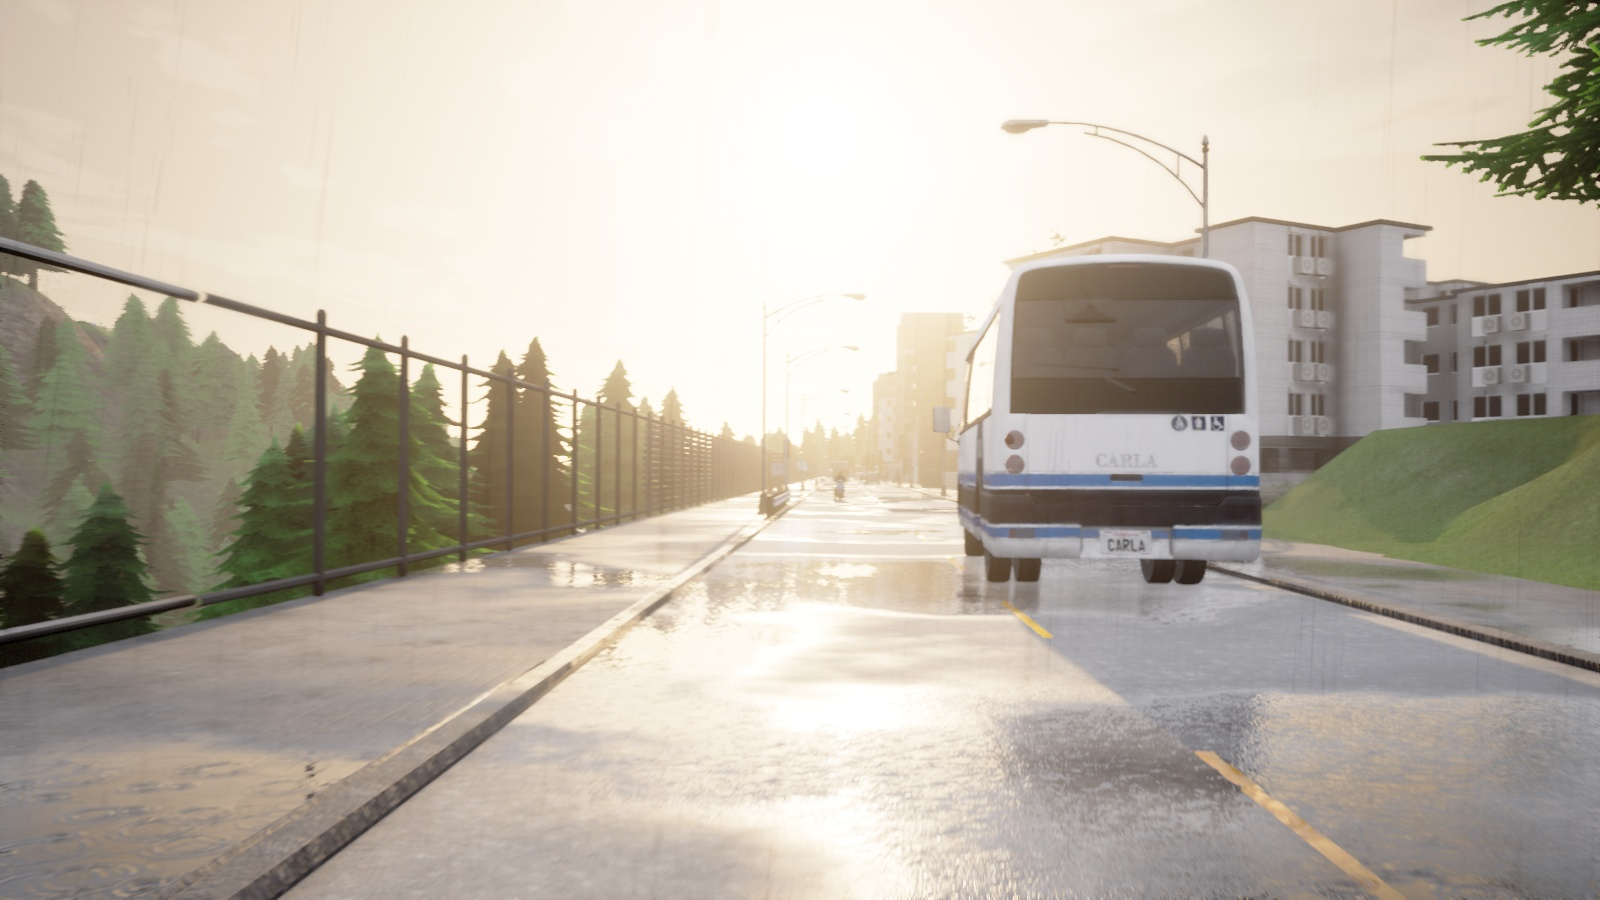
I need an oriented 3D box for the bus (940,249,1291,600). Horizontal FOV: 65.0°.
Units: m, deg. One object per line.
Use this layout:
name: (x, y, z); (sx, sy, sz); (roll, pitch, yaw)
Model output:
bus: (4.412, -0.222, 20.517); (3.944, 4.253, 10.273); (0, -1, 5)
